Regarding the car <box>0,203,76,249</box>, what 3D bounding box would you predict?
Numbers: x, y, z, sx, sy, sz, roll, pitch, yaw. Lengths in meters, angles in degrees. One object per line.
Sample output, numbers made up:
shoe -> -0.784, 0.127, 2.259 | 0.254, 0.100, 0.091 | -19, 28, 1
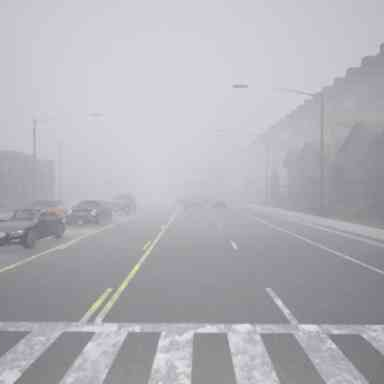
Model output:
car -> -7.077, 1.463, 14.382 | 2.128, 1.511, 4.902 | 0, 0, 0

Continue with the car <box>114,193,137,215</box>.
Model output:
car -> -7.051, 1.155, 33.904 | 2.150, 2.045, 5.566 | 0, 0, 0

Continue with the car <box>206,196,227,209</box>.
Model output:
car -> 3.471, 1.476, 44.782 | 1.994, 1.385, 4.181 | 0, 0, -3

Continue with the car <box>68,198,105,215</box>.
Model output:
car -> -10.548, 1.426, 33.667 | 2.128, 1.511, 4.902 | 0, 0, 0

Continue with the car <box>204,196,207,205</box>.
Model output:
car -> 2.222, 1.419, 54.400 | 1.812, 1.442, 4.674 | 0, 0, -17

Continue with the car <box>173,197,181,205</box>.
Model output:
car -> -1.866, 1.491, 55.853 | 1.895, 1.301, 4.718 | 0, 0, -18

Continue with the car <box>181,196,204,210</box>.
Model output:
car -> 0.086, 1.272, 40.835 | 2.097, 1.767, 4.553 | 0, 0, 0

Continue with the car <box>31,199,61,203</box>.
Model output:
car -> -10.567, 1.306, 23.666 | 2.097, 1.767, 4.553 | 0, 0, 0

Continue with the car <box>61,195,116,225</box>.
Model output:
car -> -7.074, 1.306, 23.327 | 2.097, 1.767, 4.553 | 0, 0, 0
